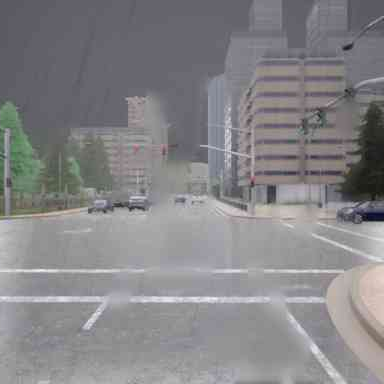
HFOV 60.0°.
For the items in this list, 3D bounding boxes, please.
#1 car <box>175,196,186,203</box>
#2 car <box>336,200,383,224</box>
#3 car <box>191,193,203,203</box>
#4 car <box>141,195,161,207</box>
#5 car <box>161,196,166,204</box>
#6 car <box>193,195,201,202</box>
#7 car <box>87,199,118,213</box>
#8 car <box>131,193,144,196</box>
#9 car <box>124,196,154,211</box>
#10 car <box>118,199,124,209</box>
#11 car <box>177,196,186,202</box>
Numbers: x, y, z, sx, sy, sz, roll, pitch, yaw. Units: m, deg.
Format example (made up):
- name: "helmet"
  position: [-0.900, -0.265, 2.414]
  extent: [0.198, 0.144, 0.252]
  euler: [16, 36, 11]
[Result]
- name: "car"
  position: [-2.472, 1.477, 67.289]
  extent: [1.882, 1.535, 5.008]
  euler: [0, 0, 1]
- name: "car"
  position: [12.943, 1.352, 24.092]
  extent: [4.553, 1.767, 2.097]
  euler: [0, 0, 1]
- name: "car"
  position: [1.024, 1.221, 66.939]
  extent: [2.150, 2.045, 5.566]
  euler: [0, 0, 1]
- name: "car"
  position: [-6.240, 1.564, 49.502]
  extent: [1.994, 1.385, 4.181]
  euler: [0, 0, 0]
- name: "car"
  position: [-6.071, 1.477, 63.027]
  extent: [1.882, 1.535, 5.008]
  euler: [0, 0, 1]
- name: "car"
  position: [1.117, 1.521, 76.625]
  extent: [1.812, 1.442, 4.674]
  euler: [0, 0, 1]
- name: "car"
  position: [-9.854, 1.526, 36.417]
  extent: [1.812, 1.442, 4.674]
  euler: [0, 0, 1]
- name: "car"
  position: [-9.639, 1.222, 58.556]
  extent: [2.150, 2.045, 5.566]
  euler: [0, 0, 1]
- name: "car"
  position: [-6.333, 1.547, 40.295]
  extent: [2.033, 1.411, 5.357]
  euler: [0, 0, 1]
- name: "car"
  position: [-9.781, 1.601, 45.517]
  extent: [1.895, 1.301, 4.718]
  euler: [0, 0, 1]
- name: "car"
  position: [-2.382, 1.593, 76.688]
  extent: [1.895, 1.301, 4.718]
  euler: [0, 0, 1]
